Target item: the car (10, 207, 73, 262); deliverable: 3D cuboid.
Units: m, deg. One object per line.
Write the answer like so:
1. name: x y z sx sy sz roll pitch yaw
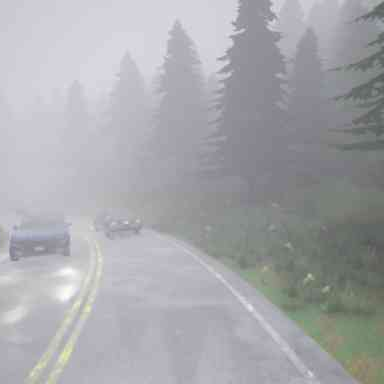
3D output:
1. car: -5.799 1.595 13.108 1.882 1.535 5.008 -2 0 -20

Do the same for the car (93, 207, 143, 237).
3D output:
1. car: -4.295 1.574 18.648 2.033 1.411 5.357 -3 1 -25

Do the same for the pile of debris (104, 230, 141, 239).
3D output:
1. pile of debris: -3.629 2.190 17.237 1.500 0.140 1.860 -2 0 -23

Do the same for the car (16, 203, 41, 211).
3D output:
1. car: -18.309 1.986 37.267 2.128 1.511 4.902 -5 2 -42
